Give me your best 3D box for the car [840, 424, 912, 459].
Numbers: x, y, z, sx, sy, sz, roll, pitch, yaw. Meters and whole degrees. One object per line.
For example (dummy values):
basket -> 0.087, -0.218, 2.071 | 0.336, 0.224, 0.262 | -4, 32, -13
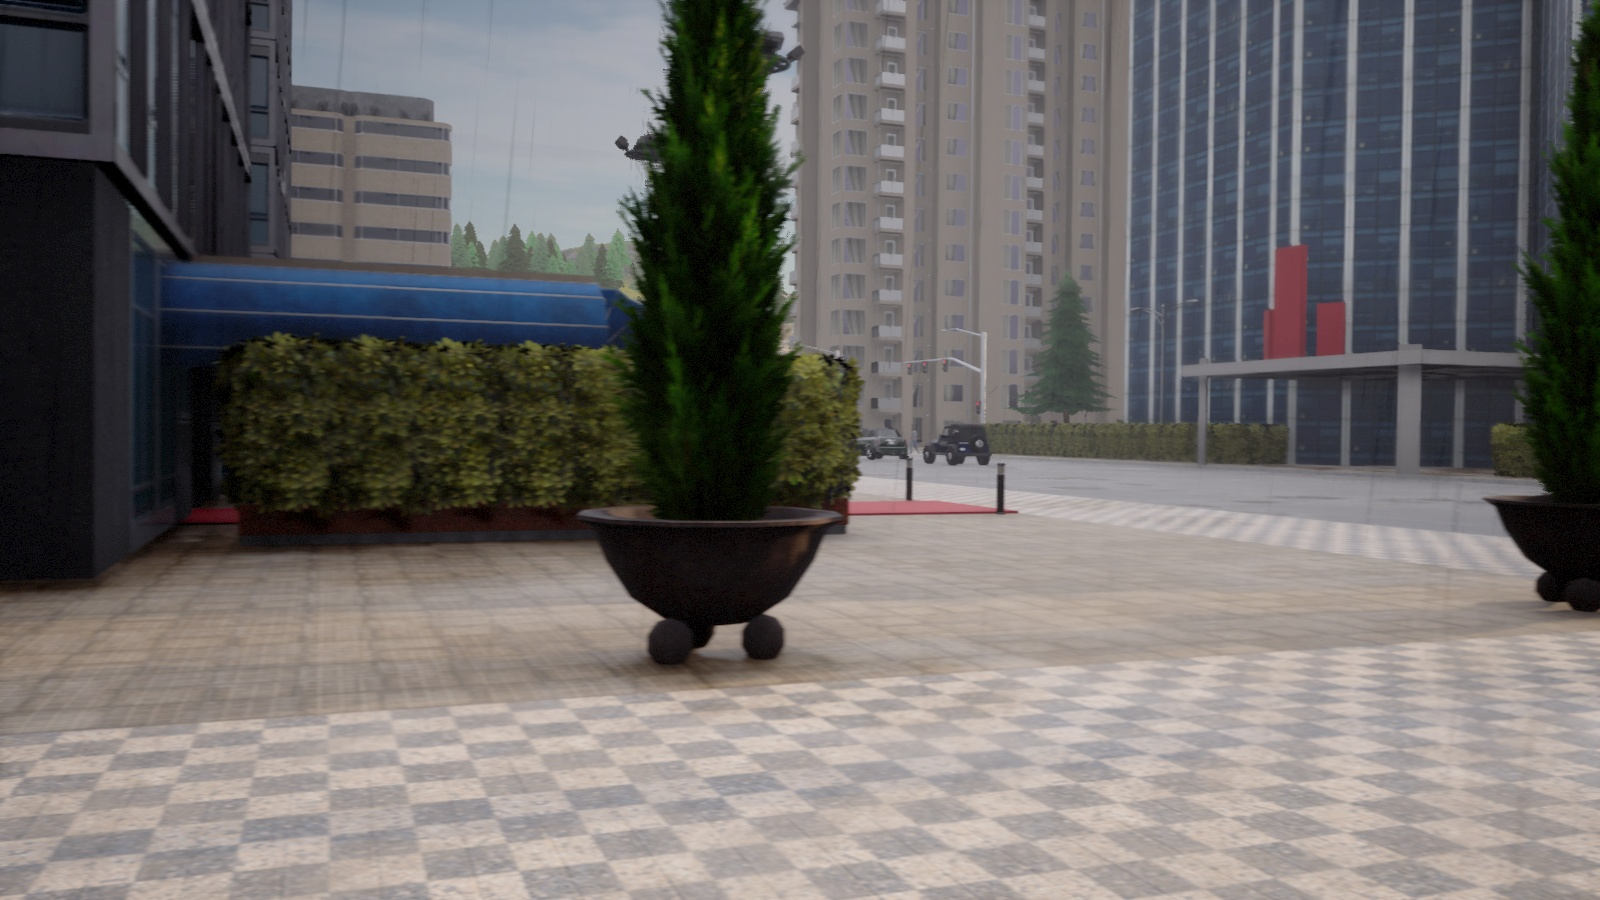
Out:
car -> 3.984, -0.468, 66.427 | 2.097, 1.767, 4.553 | -1, 1, -21

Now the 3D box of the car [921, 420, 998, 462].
car -> 7.310, -0.427, 57.841 | 1.905, 1.878, 3.866 | -1, 1, -21
